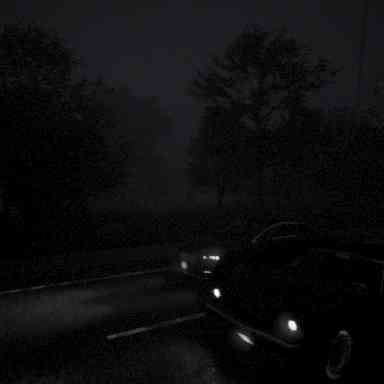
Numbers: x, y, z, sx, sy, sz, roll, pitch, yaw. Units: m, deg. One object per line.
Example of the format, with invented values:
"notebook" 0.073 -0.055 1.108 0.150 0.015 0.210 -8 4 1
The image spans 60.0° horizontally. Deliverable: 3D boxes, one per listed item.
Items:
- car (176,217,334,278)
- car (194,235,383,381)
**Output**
"car" 1.912 1.480 9.182 4.902 1.511 2.128 0 0 -31
"car" 2.570 1.598 5.514 4.718 1.301 1.895 0 0 -32
